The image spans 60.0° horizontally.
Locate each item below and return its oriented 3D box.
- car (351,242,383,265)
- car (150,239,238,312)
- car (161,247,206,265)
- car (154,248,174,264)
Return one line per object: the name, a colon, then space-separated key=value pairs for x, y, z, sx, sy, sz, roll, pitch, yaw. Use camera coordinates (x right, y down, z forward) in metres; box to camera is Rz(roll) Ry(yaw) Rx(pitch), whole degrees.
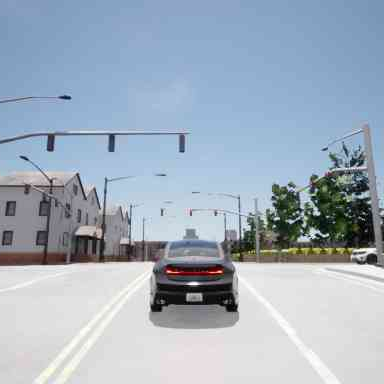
car: x=16.798 y=5.314 z=28.829 sx=5.566 sy=2.045 sz=2.150 roll=0 pitch=-12 yaw=1
car: x=0.046 y=1.985 z=8.589 sx=1.837 sy=1.490 sz=4.892 roll=0 pitch=-7 yaw=0
car: x=-0.851 y=5.823 z=29.903 sx=1.812 sy=1.442 sz=4.674 roll=7 pitch=-14 yaw=-33
car: x=-3.731 y=8.735 z=45.291 sx=2.150 sy=2.045 sz=5.566 roll=0 pitch=-12 yaw=0
